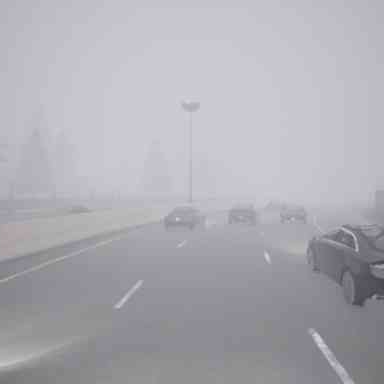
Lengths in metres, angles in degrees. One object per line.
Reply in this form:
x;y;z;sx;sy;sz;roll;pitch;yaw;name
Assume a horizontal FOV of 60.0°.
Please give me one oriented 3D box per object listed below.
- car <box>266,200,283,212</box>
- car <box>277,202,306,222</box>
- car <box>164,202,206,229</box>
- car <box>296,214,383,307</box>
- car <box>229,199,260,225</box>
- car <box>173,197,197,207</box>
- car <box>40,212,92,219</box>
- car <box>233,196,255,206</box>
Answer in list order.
10.341;1.682;40.795;1.812;1.442;4.674;0;0;27;car
8.140;1.708;26.629;1.895;1.301;4.718;0;0;18;car
-0.386;1.629;22.123;1.994;1.385;4.181;0;0;14;car
4.177;1.530;7.977;2.128;1.511;4.902;0;0;6;car
3.988;1.566;24.928;1.882;1.535;5.008;0;0;16;car
-1.132;1.668;56.432;1.837;1.490;4.892;0;0;32;car
-7.970;1.562;21.352;1.812;1.442;4.674;0;0;13;car
9.359;1.561;59.466;2.097;1.767;4.553;0;0;36;car
